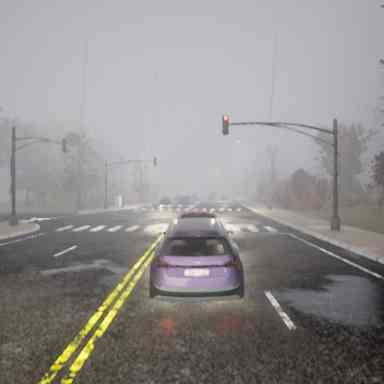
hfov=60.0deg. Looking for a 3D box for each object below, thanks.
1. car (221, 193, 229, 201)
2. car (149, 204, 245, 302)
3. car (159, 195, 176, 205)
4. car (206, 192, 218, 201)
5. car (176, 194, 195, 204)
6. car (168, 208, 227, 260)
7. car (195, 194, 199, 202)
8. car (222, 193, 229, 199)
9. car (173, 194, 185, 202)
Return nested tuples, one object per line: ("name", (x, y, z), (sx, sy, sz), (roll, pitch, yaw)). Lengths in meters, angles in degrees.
("car", (7.635, 1.307, 77.167), (1.895, 1.301, 4.718), (0, 0, 6))
("car", (0.108, 1.417, 8.344), (2.033, 1.649, 4.856), (-1, 3, 1))
("car", (-4.286, 1.395, 55.572), (1.994, 1.385, 4.181), (0, 0, 5))
("car", (4.444, 1.265, 77.887), (1.994, 1.385, 4.181), (0, 0, 6))
("car", (-1.047, 1.307, 55.317), (1.882, 1.535, 5.008), (0, 0, 5))
("car", (0.238, 1.459, 13.234), (1.882, 1.535, 5.008), (0, -1, 2))
("car", (0.444, 1.232, 71.046), (1.882, 1.535, 5.008), (0, 0, 6))
("car", (8.854, 1.144, 87.387), (1.837, 1.490, 4.892), (0, 0, 7))
("car", (-2.797, 1.235, 71.296), (1.882, 1.535, 5.008), (0, 0, 6))
